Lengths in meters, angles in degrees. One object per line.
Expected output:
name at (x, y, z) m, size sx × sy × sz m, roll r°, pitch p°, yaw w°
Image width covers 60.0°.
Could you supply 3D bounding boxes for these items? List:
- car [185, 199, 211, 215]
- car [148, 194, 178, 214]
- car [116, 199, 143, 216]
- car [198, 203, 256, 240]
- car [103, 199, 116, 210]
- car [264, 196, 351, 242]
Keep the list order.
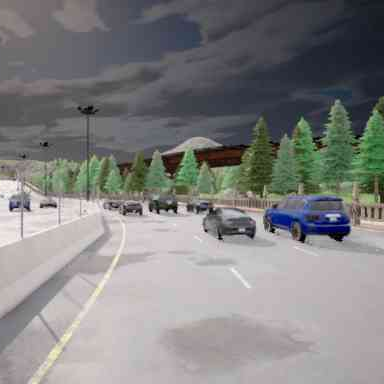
car at (0.751, 1.502, 34.615) m, size 1.837 × 1.490 × 4.892 m, roll 0°, pitch -1°, yaw -19°
car at (-3.103, 1.217, 35.125) m, size 2.150 × 2.045 × 5.566 m, roll 0°, pitch -1°, yaw -19°
car at (-6.131, 1.505, 33.075) m, size 1.837 × 1.490 × 4.892 m, roll 0°, pitch 0°, yaw -19°
car at (1.809, 1.525, 17.036) m, size 1.812 × 1.442 × 4.674 m, roll 0°, pitch 0°, yaw -10°
car at (-10.072, 1.547, 42.748) m, size 2.033 × 1.411 × 5.357 m, roll 0°, pitch 0°, yaw -27°
car at (5.471, 1.224, 16.559) m, size 2.150 × 2.045 × 5.566 m, roll 0°, pitch 0°, yaw -9°
